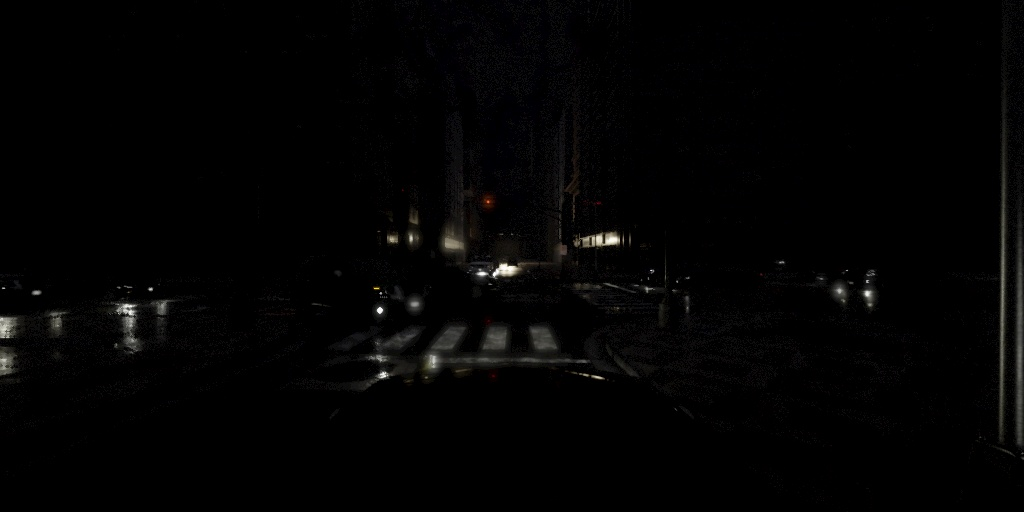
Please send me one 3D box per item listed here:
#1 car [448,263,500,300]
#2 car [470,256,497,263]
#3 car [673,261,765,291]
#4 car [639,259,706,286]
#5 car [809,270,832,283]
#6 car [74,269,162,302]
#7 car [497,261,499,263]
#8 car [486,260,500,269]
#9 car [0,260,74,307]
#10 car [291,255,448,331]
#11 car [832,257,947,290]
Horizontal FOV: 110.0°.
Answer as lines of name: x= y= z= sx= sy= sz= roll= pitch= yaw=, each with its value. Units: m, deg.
car: x=-3.082 y=1.255 z=17.209 sx=4.892 sy=1.490 sz=1.837 roll=-1 pitch=0 yaw=0
car: x=-3.071 y=0.975 z=37.304 sx=2.150 sy=2.045 sz=5.566 roll=0 pitch=0 yaw=0
car: x=11.855 y=1.187 z=20.607 sx=4.674 sy=1.442 sz=1.812 roll=0 pitch=0 yaw=2
car: x=10.889 y=1.011 z=23.904 sx=4.553 sy=1.767 sz=2.097 roll=0 pitch=0 yaw=1
car: x=22.777 y=1.186 z=23.827 sx=4.718 sy=1.301 sz=1.895 roll=0 pitch=0 yaw=0
car: x=-19.820 y=1.357 z=17.259 sx=4.892 sy=1.490 sz=1.837 roll=0 pitch=0 yaw=0
car: x=-3.052 y=1.357 z=47.371 sx=1.895 sy=1.301 sz=4.718 roll=0 pitch=0 yaw=0
car: x=-3.024 y=1.362 z=57.993 sx=1.895 sy=1.301 sz=4.718 roll=0 pitch=0 yaw=0
car: x=-21.317 y=1.090 z=14.012 sx=5.566 sy=2.045 sz=2.150 roll=0 pitch=0 yaw=0
car: x=-4.841 y=0.988 z=11.325 sx=5.566 sy=2.045 sz=2.150 roll=-1 pitch=-1 yaw=36
car: x=21.730 y=0.952 z=20.578 sx=4.553 sy=1.767 sz=2.097 roll=0 pitch=0 yaw=0
